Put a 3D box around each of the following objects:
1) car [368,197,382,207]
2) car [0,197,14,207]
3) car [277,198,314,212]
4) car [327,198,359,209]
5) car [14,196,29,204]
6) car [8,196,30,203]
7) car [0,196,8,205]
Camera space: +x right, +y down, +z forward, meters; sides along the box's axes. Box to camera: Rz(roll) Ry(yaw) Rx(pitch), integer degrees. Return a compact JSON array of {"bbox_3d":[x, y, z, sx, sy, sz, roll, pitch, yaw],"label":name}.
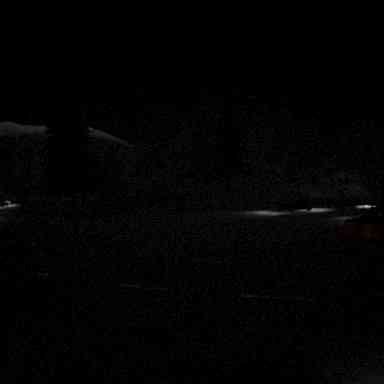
[{"bbox_3d":[17.928,1.437,29.545,4.892,1.490,1.837,0,0,-35],"label":"car"},{"bbox_3d":[-28.946,1.529,50.238,2.033,1.411,5.357,0,0,-18],"label":"car"},{"bbox_3d":[11.872,1.407,38.122,5.008,1.535,1.882,0,0,-35],"label":"car"},{"bbox_3d":[19.796,1.478,43.687,4.718,1.301,1.895,-1,0,-35],"label":"car"},{"bbox_3d":[-31.205,1.468,60.391,2.128,1.511,4.902,0,0,-11],"label":"car"},{"bbox_3d":[-35.596,1.496,68.728,2.033,1.411,5.357,0,0,-3],"label":"car"},{"bbox_3d":[-34.443,1.526,58.450,2.033,1.411,5.357,0,0,-11],"label":"car"}]
